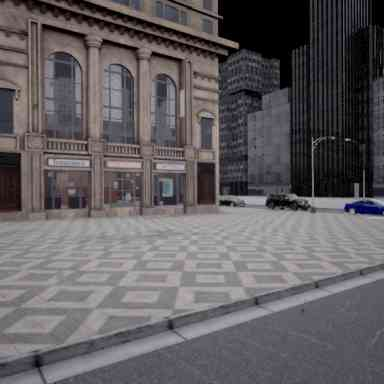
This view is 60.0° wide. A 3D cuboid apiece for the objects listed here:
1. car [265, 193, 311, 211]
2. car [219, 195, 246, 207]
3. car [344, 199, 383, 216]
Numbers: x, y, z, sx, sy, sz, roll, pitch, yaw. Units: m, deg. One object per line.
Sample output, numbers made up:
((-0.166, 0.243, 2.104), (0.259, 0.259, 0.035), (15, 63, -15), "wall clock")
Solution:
((11.128, 1.141, 38.951), (2.150, 2.045, 5.566), (-1, 0, -34), "car")
((5.557, 1.244, 47.216), (2.097, 1.767, 4.553), (-1, 0, -34), "car")
((16.698, 1.426, 30.714), (1.882, 1.535, 5.008), (-1, 1, -35), "car")
